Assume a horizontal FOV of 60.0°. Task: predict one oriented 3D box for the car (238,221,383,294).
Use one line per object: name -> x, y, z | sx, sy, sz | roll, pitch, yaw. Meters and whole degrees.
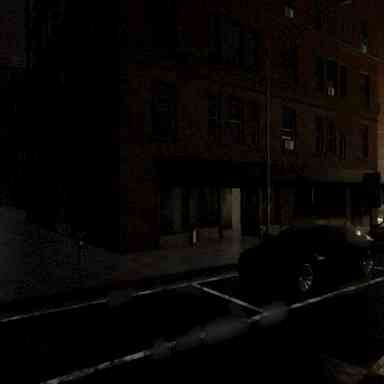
car -> 3.165, 1.566, 8.801 | 4.313, 1.339, 1.947 | 0, 0, -36
